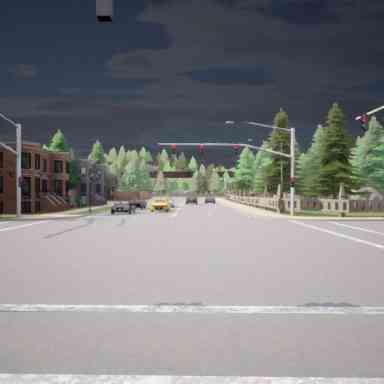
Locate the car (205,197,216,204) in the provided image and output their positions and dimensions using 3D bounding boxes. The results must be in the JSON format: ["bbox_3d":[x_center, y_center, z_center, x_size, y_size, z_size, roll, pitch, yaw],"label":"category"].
[{"bbox_3d":[3.545,1.564,65.183,1.994,1.385,4.181,0,0,0],"label":"car"}]

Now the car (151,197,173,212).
[{"bbox_3d":[-3.627,1.478,38.810,1.882,1.535,5.008,0,0,0],"label":"car"}]

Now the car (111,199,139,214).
[{"bbox_3d":[-7.127,1.564,34.835,1.994,1.385,4.181,0,0,0],"label":"car"}]

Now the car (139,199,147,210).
[{"bbox_3d":[-7.124,1.601,43.587,1.895,1.301,4.718,0,0,0],"label":"car"}]

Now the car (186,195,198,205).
[{"bbox_3d":[-0.052,1.352,60.203,2.097,1.767,4.553,0,0,0],"label":"car"}]
